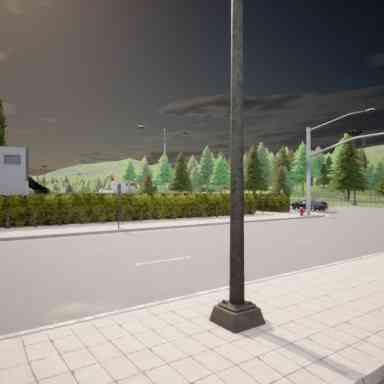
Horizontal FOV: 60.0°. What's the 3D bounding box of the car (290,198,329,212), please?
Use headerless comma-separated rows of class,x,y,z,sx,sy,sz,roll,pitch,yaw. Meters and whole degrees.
car,13.358,1.506,38.596,1.837,1.490,4.892,0,1,-35
